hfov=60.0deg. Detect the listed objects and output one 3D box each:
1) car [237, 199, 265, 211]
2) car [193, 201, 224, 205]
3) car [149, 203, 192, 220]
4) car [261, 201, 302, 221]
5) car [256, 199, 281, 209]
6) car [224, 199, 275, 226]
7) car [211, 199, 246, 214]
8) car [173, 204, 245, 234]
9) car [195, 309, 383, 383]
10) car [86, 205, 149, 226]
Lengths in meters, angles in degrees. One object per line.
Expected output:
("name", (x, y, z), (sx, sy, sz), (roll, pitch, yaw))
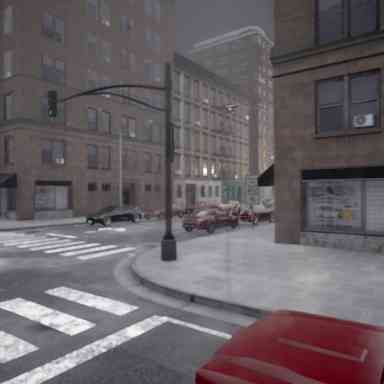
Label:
("car", (7.444, 1.601, 41.563), (1.802, 1.307, 4.206), (0, 0, 36))
("car", (1.010, 1.566, 32.596), (1.887, 1.381, 4.507), (0, 0, 36))
("car", (-2.207, 1.605, 28.112), (1.802, 1.307, 4.206), (0, 0, 36))
("car", (7.631, 1.496, 28.058), (1.752, 1.417, 4.829), (0, 0, 36))
("car", (10.661, 1.602, 46.046), (1.802, 1.307, 4.206), (0, 0, 36))
("car", (4.314, 1.412, 23.436), (1.967, 1.590, 4.097), (0, 0, 36))
("car", (4.128, 1.545, 36.941), (1.752, 1.417, 4.829), (0, 0, 36))
("car", (1.097, 1.556, 18.951), (1.802, 1.307, 4.206), (0, 0, 36))
("car", (2.271, 1.601, 2.069), (4.718, 1.301, 1.895), (0, 0, 36))
("car", (-5.424, 1.591, 23.628), (1.947, 1.339, 4.313), (0, 0, 36))
